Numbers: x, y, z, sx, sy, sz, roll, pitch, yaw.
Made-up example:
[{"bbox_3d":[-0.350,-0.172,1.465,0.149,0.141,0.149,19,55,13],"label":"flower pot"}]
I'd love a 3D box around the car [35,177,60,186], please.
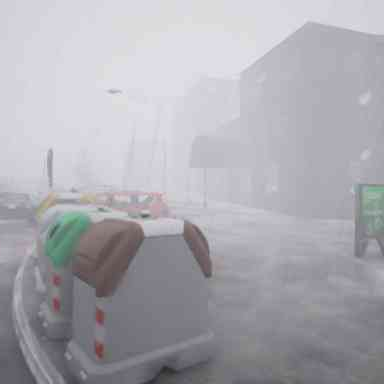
[{"bbox_3d":[-16.410,-0.496,38.439,2.097,1.767,4.553,1,3,-18],"label":"car"}]

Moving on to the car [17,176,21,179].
[{"bbox_3d":[-27.596,-1.155,47.506,4.792,1.488,2.163,1,3,-18],"label":"car"}]

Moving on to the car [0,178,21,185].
[{"bbox_3d":[-16.606,0.003,28.835,2.097,1.767,4.553,1,3,-18],"label":"car"}]

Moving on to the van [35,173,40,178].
[{"bbox_3d":[-34.439,-2.738,68.724,4.442,1.987,1.878,1,3,-18],"label":"van"}]

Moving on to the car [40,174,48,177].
[{"bbox_3d":[-29.516,-2.344,68.263,1.837,1.490,4.892,1,3,-18],"label":"car"}]

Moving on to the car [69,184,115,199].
[{"bbox_3d":[-11.034,-0.077,36.738,4.674,1.452,2.002,1,3,-18],"label":"car"}]

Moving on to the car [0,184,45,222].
[{"bbox_3d":[-10.129,0.692,19.460,2.097,1.767,4.553,1,3,-19],"label":"car"}]

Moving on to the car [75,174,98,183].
[{"bbox_3d":[-27.272,-3.464,86.071,5.566,2.045,2.435,1,3,-18],"label":"car"}]

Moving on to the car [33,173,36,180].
[{"bbox_3d":[-32.834,-2.307,63.386,4.553,1.767,2.185,1,3,-18],"label":"car"}]

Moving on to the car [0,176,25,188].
[{"bbox_3d":[-29.282,-1.642,52.813,4.553,1.767,2.185,1,3,-18],"label":"car"}]

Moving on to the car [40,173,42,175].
[{"bbox_3d":[-35.436,-2.679,71.346,4.892,1.521,2.231,1,3,-18],"label":"car"}]

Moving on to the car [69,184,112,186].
[{"bbox_3d":[-8.306,0.401,28.501,4.892,1.521,2.231,1,3,-18],"label":"car"}]

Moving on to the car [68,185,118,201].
[{"bbox_3d":[-10.084,0.088,33.961,4.792,1.488,2.163,1,3,-18],"label":"car"}]

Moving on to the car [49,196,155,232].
[{"bbox_3d":[-4.624,1.073,17.337,5.008,1.535,2.097,1,3,-18],"label":"car"}]

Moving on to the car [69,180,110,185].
[{"bbox_3d":[-9.158,0.108,31.168,4.553,1.767,2.185,1,3,-18],"label":"car"}]

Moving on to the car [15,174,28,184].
[{"bbox_3d":[-28.460,-1.602,50.139,5.566,2.045,2.435,1,3,-18],"label":"car"}]

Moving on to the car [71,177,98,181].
[{"bbox_3d":[-12.933,-0.600,42.409,4.553,1.767,2.185,1,3,-18],"label":"car"}]

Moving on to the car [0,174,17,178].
[{"bbox_3d":[-26.720,-1.144,44.849,4.553,1.767,2.185,1,3,-18],"label":"car"}]

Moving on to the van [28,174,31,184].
[{"bbox_3d":[-31.166,-2.076,58.058,4.442,1.987,1.878,1,3,-18],"label":"van"}]

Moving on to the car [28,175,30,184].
[{"bbox_3d":[-30.216,-1.654,55.449,4.792,1.488,2.163,1,3,-18],"label":"car"}]

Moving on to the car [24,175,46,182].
[{"bbox_3d":[-39.827,-3.482,84.581,4.792,1.488,2.163,1,3,-18],"label":"car"}]

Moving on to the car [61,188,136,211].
[{"bbox_3d":[-7.179,0.581,25.653,5.366,1.575,1.946,1,3,-18],"label":"car"}]

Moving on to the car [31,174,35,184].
[{"bbox_3d":[-31.935,-1.976,60.758,4.674,1.452,2.002,1,3,-18],"label":"car"}]

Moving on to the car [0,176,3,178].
[{"bbox_3d":[-24.060,-0.638,36.785,4.553,1.767,2.185,1,3,-18],"label":"car"}]

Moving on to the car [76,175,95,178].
[{"bbox_3d":[-13.752,-0.892,45.088,5.566,2.045,2.435,1,3,-18],"label":"car"}]

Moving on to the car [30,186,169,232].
[{"bbox_3d":[-3.727,0.950,14.523,5.566,2.045,2.435,1,2,-18],"label":"car"}]
